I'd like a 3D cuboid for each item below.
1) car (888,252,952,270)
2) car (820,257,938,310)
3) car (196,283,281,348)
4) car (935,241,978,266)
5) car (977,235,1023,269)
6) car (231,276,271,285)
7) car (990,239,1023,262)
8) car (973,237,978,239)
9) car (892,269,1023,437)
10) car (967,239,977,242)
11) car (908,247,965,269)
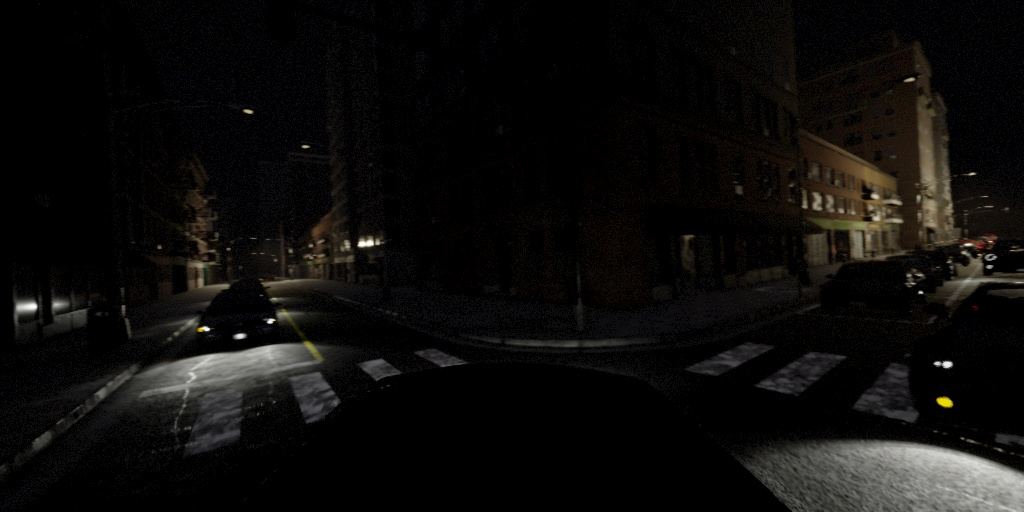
[{"bbox_3d":[15.350,0.613,13.920,4.207,1.307,1.802,0,0,-36],"label":"car"},{"bbox_3d":[10.751,0.811,10.590,4.313,1.339,1.948,0,0,-36],"label":"car"},{"bbox_3d":[-8.746,1.825,11.619,2.033,1.411,5.357,-3,0,-36],"label":"car"},{"bbox_3d":[29.148,-0.062,23.909,4.403,1.370,2.007,0,0,-36],"label":"car"},{"bbox_3d":[23.962,-0.041,16.936,4.553,1.767,2.097,-3,0,-36],"label":"car"},{"bbox_3d":[-14.575,2.122,19.736,1.882,1.535,5.008,-3,-1,-36],"label":"car"},{"bbox_3d":[35.964,-0.418,25.610,5.357,1.411,2.033,-3,0,-36],"label":"car"},{"bbox_3d":[47.546,-0.928,37.228,4.507,1.381,1.888,0,0,-36],"label":"car"},{"bbox_3d":[6.218,1.010,4.080,4.181,1.385,1.994,-3,0,-36],"label":"car"},{"bbox_3d":[38.347,-0.477,30.569,4.313,1.339,1.948,0,0,-36],"label":"car"},{"bbox_3d":[19.950,0.383,17.250,4.313,1.339,1.948,0,0,-36],"label":"car"}]
